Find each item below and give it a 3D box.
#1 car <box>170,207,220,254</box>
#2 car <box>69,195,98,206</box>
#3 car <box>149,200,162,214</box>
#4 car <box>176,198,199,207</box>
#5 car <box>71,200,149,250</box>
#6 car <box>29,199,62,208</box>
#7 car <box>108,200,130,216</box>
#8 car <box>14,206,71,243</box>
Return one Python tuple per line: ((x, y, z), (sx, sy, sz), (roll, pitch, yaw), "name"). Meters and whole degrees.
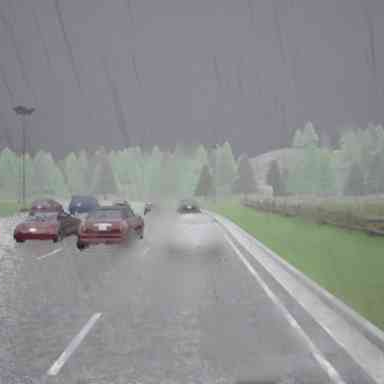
((0.104, 1.568, 13.576), (1.812, 1.442, 4.674), (0, 0, 0), "car")
((-10.953, 1.327, 33.923), (2.150, 2.045, 5.566), (1, 0, -7), "car")
((-4.326, 1.640, 36.652), (1.812, 1.442, 4.674), (0, 0, -7), "car")
((-0.462, 1.456, 33.164), (2.097, 1.767, 4.553), (0, 0, -5), "car")
((-3.398, 1.398, 14.775), (2.097, 1.767, 4.553), (0, 0, 0), "car")
((-14.499, 1.456, 33.244), (2.097, 1.767, 4.553), (0, 0, -6), "car")
((-7.707, 1.616, 35.665), (1.837, 1.490, 4.892), (1, 0, -7), "car")
((-6.897, 1.615, 16.431), (1.994, 1.385, 4.181), (0, 0, 0), "car")
